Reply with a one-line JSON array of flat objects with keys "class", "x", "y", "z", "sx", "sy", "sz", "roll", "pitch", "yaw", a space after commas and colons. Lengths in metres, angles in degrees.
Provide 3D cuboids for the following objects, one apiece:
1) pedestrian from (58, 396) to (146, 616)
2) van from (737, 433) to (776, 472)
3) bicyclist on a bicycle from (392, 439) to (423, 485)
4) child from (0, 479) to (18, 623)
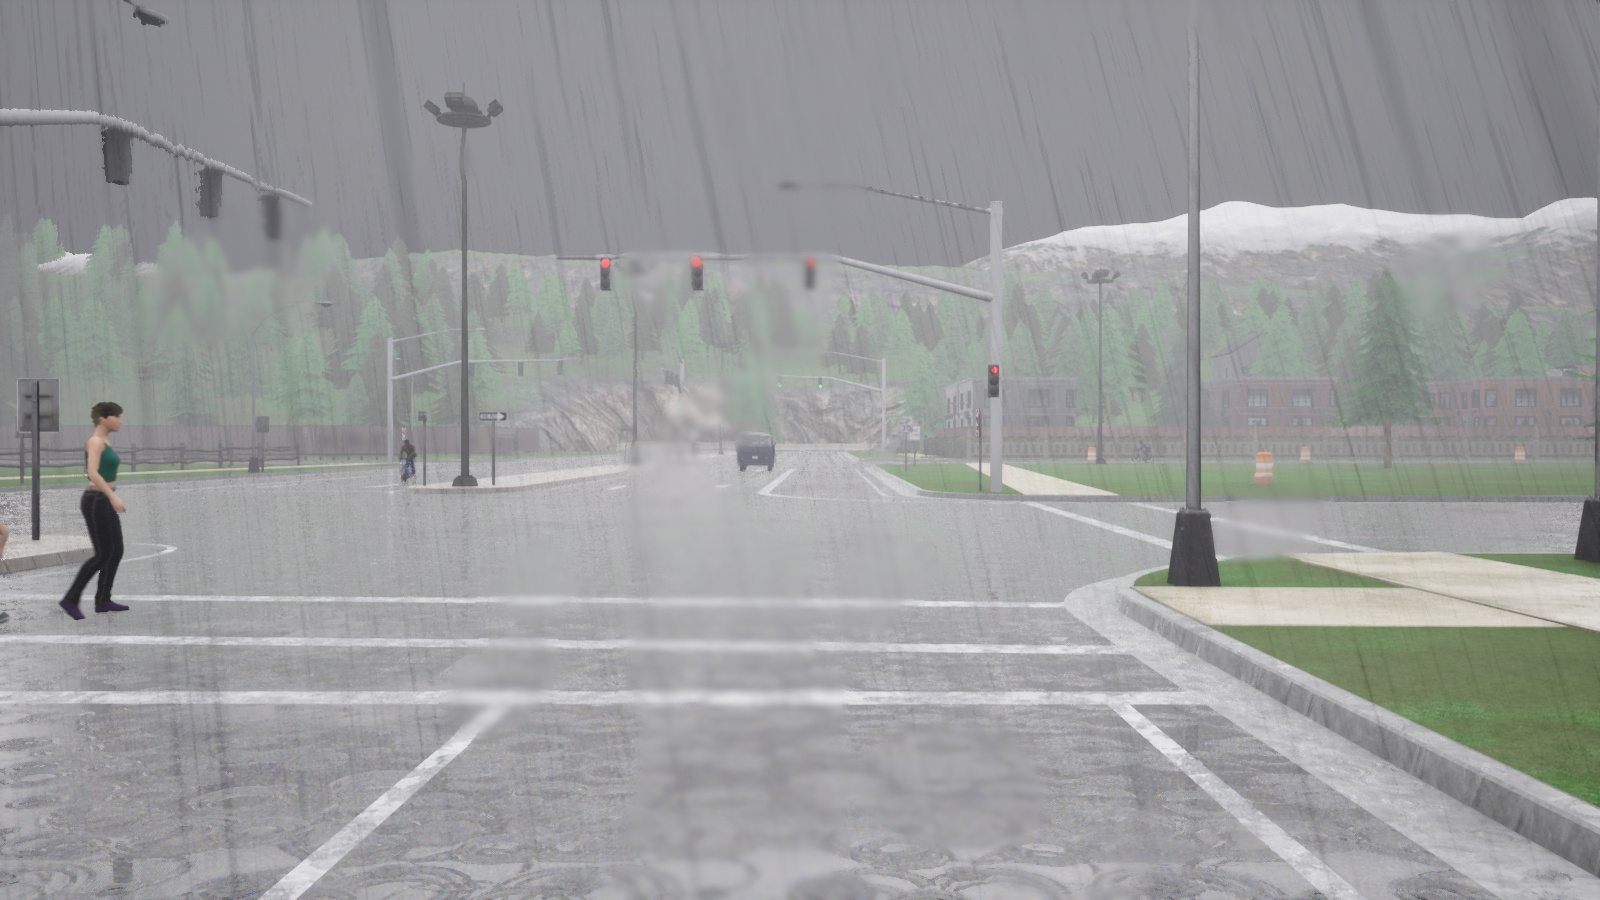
[{"class": "pedestrian", "x": -5.959, "y": 0.467, "z": 10.735, "sx": 0.594, "sy": 1.836, "sz": 0.345, "roll": 0, "pitch": 0, "yaw": -15}, {"class": "van", "x": -2.251, "y": 0.108, "z": 66.163, "sx": 1.775, "sy": 1.987, "sz": 4.442, "roll": 0, "pitch": 0, "yaw": 1}, {"class": "bicyclist on a bicycle", "x": -14.184, "y": 0.420, "z": 45.435, "sx": 0.582, "sy": 1.620, "sz": 1.656, "roll": 0, "pitch": 1, "yaw": 1}, {"class": "child", "x": -6.422, "y": 0.789, "z": 9.867, "sx": 0.394, "sy": 1.110, "sz": 0.255, "roll": 0, "pitch": 0, "yaw": -2}]
